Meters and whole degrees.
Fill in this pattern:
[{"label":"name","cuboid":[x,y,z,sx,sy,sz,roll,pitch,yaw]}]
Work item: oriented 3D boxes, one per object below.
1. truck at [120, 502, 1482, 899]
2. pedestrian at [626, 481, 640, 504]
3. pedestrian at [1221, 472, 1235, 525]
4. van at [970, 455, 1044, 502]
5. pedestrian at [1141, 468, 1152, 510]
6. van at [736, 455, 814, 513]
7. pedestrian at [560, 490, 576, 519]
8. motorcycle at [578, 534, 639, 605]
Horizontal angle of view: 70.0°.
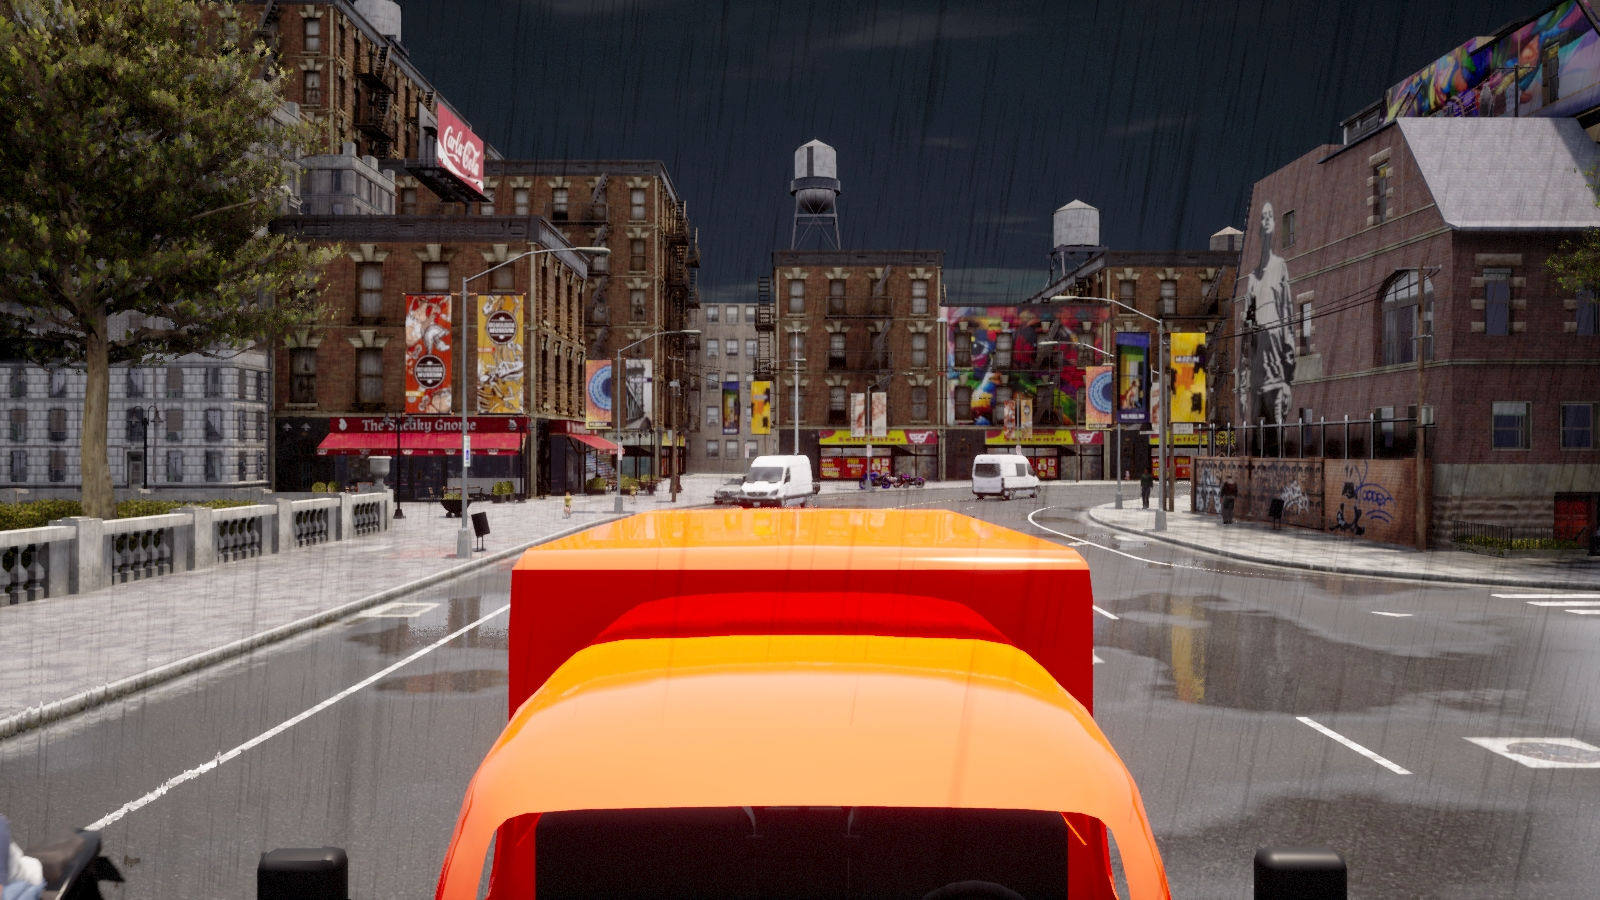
[{"label":"truck","cuboid":[-0.002,1.571,4.805,2.627,2.467,5.204,0,0,0]},{"label":"pedestrian","cuboid":[-8.171,2.098,55.910,0.500,1.100,0.500,0,0,29]},{"label":"pedestrian","cuboid":[15.071,1.712,40.242,0.375,1.860,0.375,0,0,0]},{"label":"van","cuboid":[11.983,1.560,65.824,1.988,2.561,5.915,0,0,33]},{"label":"pedestrian","cuboid":[15.323,1.716,50.548,0.375,1.860,0.375,0,0,29]},{"label":"van","cuboid":[-1.093,1.555,54.010,1.988,2.561,5.915,0,0,17]},{"label":"pedestrian","cuboid":[-8.960,2.093,44.135,0.500,1.100,0.500,0,0,2]},{"label":"motorcycle","cuboid":[-3.589,2.222,21.541,0.803,1.145,2.033,0,0,0]}]
